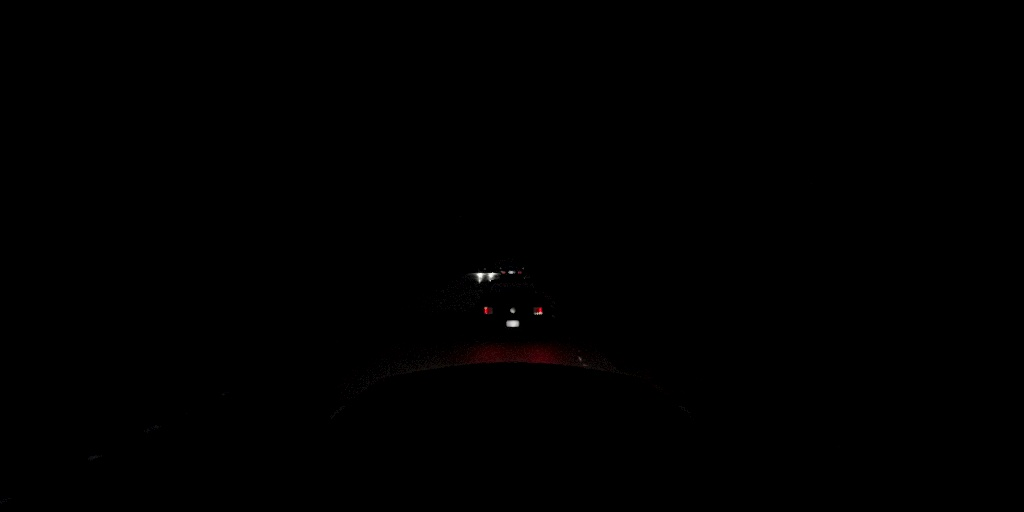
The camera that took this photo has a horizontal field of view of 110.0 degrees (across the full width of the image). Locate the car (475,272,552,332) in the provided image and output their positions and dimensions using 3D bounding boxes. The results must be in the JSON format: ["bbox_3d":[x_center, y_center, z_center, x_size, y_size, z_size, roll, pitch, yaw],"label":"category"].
[{"bbox_3d":[0.033,1.341,10.862,1.895,1.301,4.718,0,0,0],"label":"car"}]

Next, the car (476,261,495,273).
[{"bbox_3d":[-2.996,1.249,41.477,1.994,1.385,4.181,0,0,0],"label":"car"}]

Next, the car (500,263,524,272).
[{"bbox_3d":[-0.020,1.260,29.130,2.033,1.411,5.357,0,0,0],"label":"car"}]
